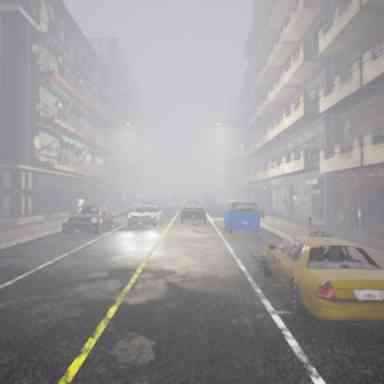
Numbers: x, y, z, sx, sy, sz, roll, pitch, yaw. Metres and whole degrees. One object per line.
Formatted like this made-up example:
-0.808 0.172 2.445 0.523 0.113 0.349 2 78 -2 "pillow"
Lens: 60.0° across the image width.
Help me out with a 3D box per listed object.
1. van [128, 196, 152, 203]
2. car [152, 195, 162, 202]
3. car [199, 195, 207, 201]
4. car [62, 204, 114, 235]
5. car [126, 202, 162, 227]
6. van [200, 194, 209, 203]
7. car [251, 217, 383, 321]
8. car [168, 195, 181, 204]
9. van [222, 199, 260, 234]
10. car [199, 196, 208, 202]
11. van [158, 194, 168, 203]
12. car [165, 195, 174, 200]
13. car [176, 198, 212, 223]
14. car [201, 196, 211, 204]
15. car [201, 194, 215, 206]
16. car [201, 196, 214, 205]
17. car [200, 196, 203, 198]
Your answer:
-5.684 1.303 35.582 1.690 1.788 3.998 1 0 0 "van"
-5.690 1.493 46.924 1.887 1.381 4.507 1 0 0 "car"
2.648 1.485 80.877 1.802 1.307 4.206 1 0 0 "car"
-5.681 1.422 18.569 1.967 1.590 4.097 1 0 0 "car"
-3.106 1.578 22.353 1.895 1.301 4.718 0 0 0 "car"
2.654 1.260 69.535 1.690 1.788 3.998 1 0 0 "van"
2.689 1.518 7.330 1.752 1.417 4.829 1 0 0 "car"
-3.045 1.428 64.059 1.837 1.490 4.892 0 0 1 "car"
2.667 1.323 18.501 1.690 1.788 3.998 1 0 0 "van"
2.649 1.493 75.206 1.802 1.307 4.206 1 0 0 "car"
-5.691 1.268 63.935 1.690 1.788 3.998 1 0 0 "van"
-5.790 1.445 86.614 2.008 1.369 4.403 1 0 0 "car"
0.094 1.466 25.125 2.128 1.511 4.902 0 0 0 "car"
2.653 1.452 64.035 1.752 1.417 4.829 1 0 0 "car"
2.657 1.381 52.524 1.967 1.590 4.097 1 0 0 "car"
2.654 1.500 58.195 1.947 1.339 4.313 1 0 0 "car"
0.089 1.517 42.326 1.994 1.385 4.181 0 0 0 "car"
